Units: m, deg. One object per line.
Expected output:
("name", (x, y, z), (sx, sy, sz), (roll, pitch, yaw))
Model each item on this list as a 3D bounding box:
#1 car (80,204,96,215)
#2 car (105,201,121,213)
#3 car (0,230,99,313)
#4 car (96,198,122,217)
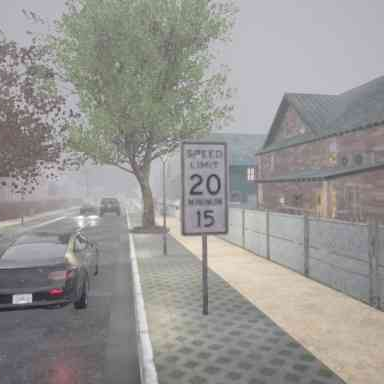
("car", (-12.889, 2.135, 41.656), (1.895, 1.301, 4.718), (-1, -1, -11))
("car", (-11.349, 2.116, 47.932), (2.033, 1.411, 5.357), (-1, -1, -11))
("car", (-3.243, 1.615, 7.720), (1.812, 1.442, 4.674), (-1, -1, -11))
("car", (-9.276, 1.671, 37.890), (2.150, 2.045, 5.566), (-1, -1, -11))
